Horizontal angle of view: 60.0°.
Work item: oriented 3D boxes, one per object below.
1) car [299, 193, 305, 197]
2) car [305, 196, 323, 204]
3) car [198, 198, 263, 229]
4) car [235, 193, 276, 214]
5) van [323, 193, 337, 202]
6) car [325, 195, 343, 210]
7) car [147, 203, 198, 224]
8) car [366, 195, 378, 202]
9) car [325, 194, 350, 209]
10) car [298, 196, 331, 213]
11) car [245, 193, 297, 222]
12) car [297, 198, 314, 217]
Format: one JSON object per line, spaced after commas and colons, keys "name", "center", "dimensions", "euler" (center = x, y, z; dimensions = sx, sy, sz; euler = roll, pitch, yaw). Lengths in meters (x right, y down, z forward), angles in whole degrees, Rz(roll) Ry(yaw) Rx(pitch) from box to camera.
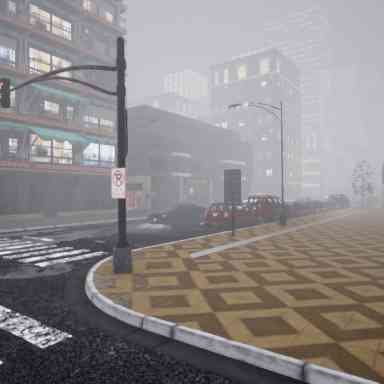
{"name": "car", "center": [16.256, 1.272, 48.446], "dimensions": [1.994, 1.385, 4.181], "euler": [-1, 0, 36]}
{"name": "car", "center": [22.538, 1.440, 61.317], "dimensions": [1.752, 1.417, 4.829], "euler": [-1, 0, 36]}
{"name": "car", "center": [2.487, 1.353, 20.734], "dimensions": [1.967, 1.590, 4.097], "euler": [-1, 0, 36]}
{"name": "car", "center": [6.912, 1.171, 35.894], "dimensions": [2.150, 2.045, 5.566], "euler": [-1, -1, 36]}
{"name": "van", "center": [29.262, 1.230, 70.467], "dimensions": [1.690, 1.788, 3.998], "euler": [-1, 0, 36]}
{"name": "car", "center": [15.738, 1.416, 38.760], "dimensions": [2.008, 1.369, 4.403], "euler": [-1, 0, 36]}
{"name": "car", "center": [-0.986, 1.525, 25.152], "dimensions": [2.033, 1.411, 5.357], "euler": [-1, 0, 36]}
{"name": "car", "center": [35.612, 1.334, 65.800], "dimensions": [1.887, 1.381, 4.507], "euler": [-1, 0, 36]}
{"name": "car", "center": [19.048, 1.168, 43.268], "dimensions": [2.192, 1.841, 5.009], "euler": [-1, 0, 36]}
{"name": "car", "center": [12.425, 1.422, 34.254], "dimensions": [1.887, 1.381, 4.507], "euler": [-1, 0, 36]}
{"name": "car", "center": [5.798, 1.216, 25.241], "dimensions": [2.192, 1.841, 5.009], "euler": [-1, 0, 36]}
{"name": "car", "center": [9.113, 1.471, 29.747], "dimensions": [1.802, 1.307, 4.206], "euler": [-1, 0, 36]}
